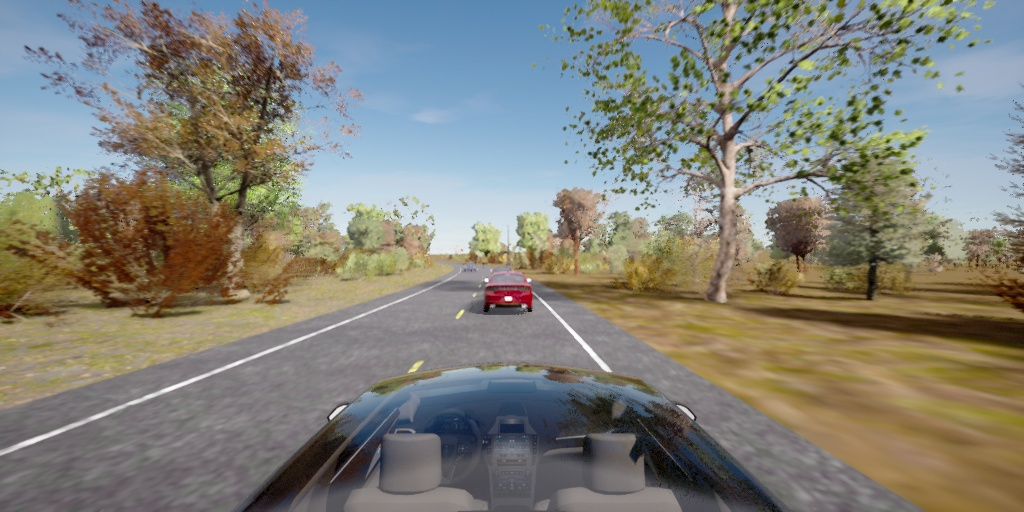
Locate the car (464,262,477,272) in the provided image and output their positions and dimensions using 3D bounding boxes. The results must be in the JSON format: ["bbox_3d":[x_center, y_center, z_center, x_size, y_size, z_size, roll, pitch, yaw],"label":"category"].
[{"bbox_3d":[-6.875,1.751,59.064,2.097,1.767,4.553,0,-1,-6],"label":"car"}]

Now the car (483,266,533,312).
[{"bbox_3d":[-0.179,1.398,15.366,1.882,1.535,5.008,0,0,-1],"label":"car"}]
